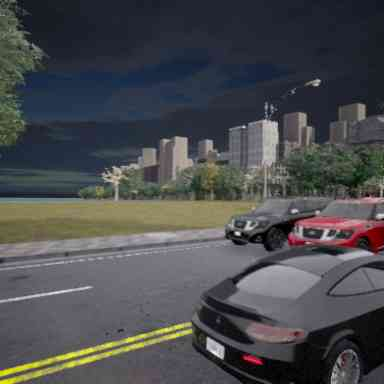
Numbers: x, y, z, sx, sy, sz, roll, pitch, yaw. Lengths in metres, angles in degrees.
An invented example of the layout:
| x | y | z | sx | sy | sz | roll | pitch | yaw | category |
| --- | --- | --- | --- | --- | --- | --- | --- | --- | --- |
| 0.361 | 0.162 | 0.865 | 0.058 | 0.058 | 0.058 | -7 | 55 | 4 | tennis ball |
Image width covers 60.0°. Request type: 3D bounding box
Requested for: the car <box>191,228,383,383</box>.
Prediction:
| x | y | z | sx | sy | sz | roll | pitch | yaw | category |
| --- | --- | --- | --- | --- | --- | --- | --- | --- | --- |
| 2.158 | 1.529 | 4.913 | 4.674 | 1.442 | 1.812 | 0 | 0 | -34 | car |

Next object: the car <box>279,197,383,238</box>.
| x | y | z | sx | sy | sz | roll | pitch | yaw | category |
| --- | --- | --- | --- | --- | --- | --- | --- | --- | --- |
| 5.833 | 1.234 | 11.524 | 5.566 | 2.045 | 2.150 | 0 | 0 | -34 | car |

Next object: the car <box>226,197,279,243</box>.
| x | y | z | sx | sy | sz | roll | pitch | yaw | category |
| --- | --- | --- | --- | --- | --- | --- | --- | --- | --- |
| 4.040 | 1.234 | 14.235 | 5.566 | 2.045 | 2.150 | 0 | 0 | -34 | car |
